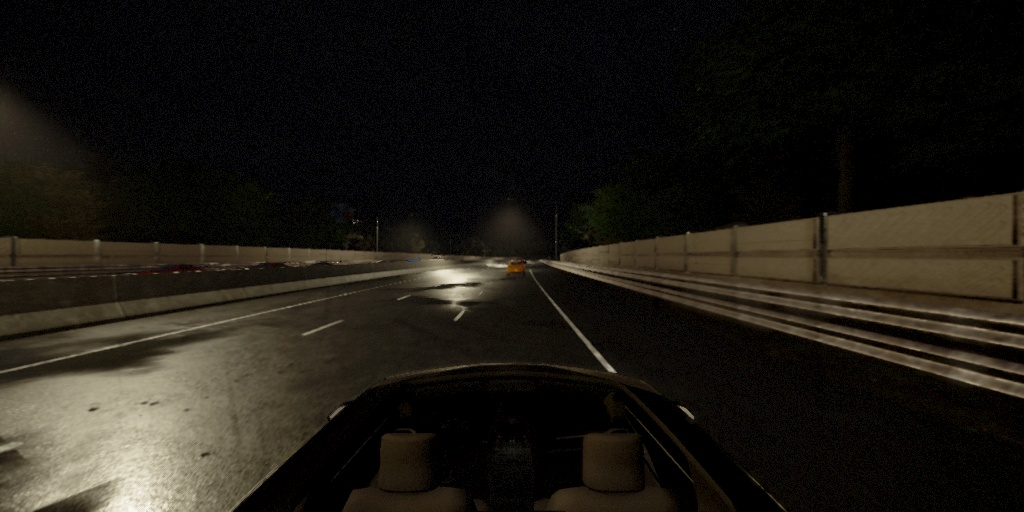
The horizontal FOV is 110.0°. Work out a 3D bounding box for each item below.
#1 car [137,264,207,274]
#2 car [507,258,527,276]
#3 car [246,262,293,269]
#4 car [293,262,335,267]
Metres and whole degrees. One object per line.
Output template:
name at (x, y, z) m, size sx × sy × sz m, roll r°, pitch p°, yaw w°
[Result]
car at (-24.427, 1.294, 25.916) m, size 1.812 × 1.442 × 4.674 m, roll 0°, pitch 0°, yaw 1°
car at (0.491, 1.288, 38.546) m, size 1.882 × 1.535 × 5.008 m, roll 0°, pitch 0°, yaw 2°
car at (-20.827, 1.258, 30.747) m, size 1.882 × 1.535 × 5.008 m, roll 0°, pitch -1°, yaw 1°
car at (-17.289, 1.312, 32.555) m, size 1.812 × 1.442 × 4.674 m, roll 0°, pitch 0°, yaw 2°
